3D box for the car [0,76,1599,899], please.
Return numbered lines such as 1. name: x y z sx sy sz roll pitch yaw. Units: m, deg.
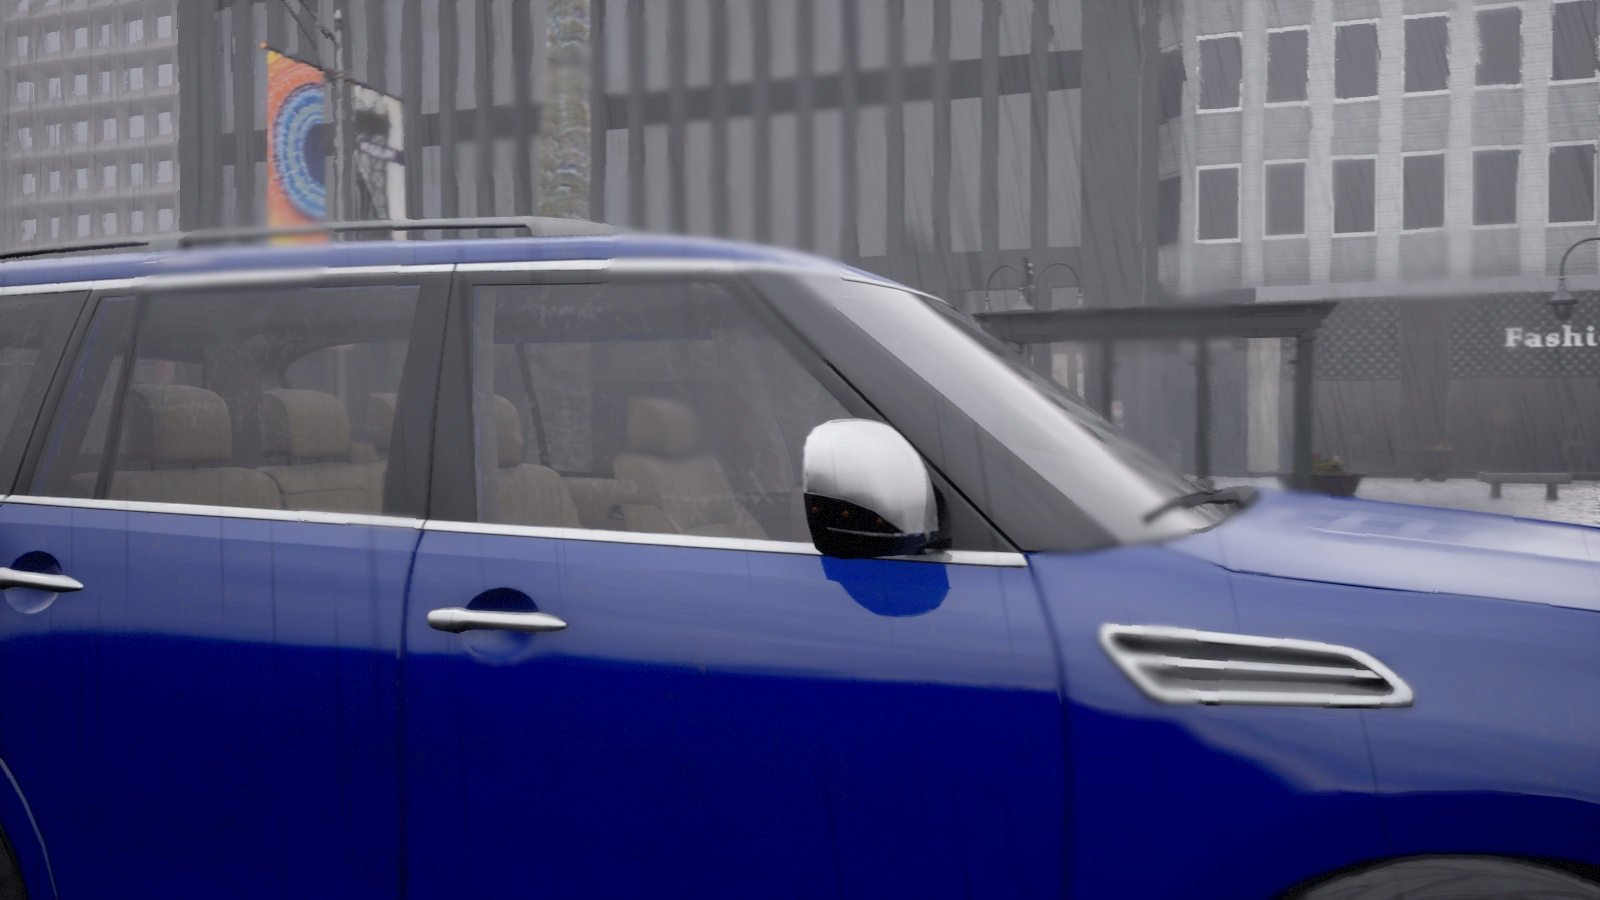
1. car: -0.347 0.491 3.306 5.566 2.045 2.150 1 1 19
